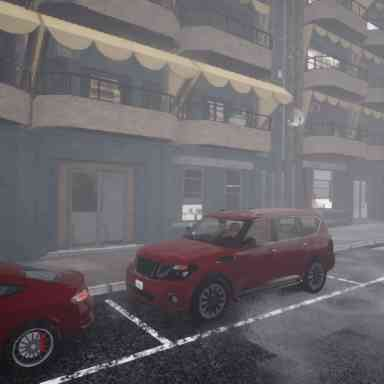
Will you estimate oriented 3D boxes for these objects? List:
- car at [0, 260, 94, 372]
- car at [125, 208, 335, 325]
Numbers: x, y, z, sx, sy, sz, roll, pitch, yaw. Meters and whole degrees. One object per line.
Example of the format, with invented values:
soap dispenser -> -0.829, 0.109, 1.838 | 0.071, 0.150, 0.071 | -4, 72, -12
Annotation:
car -> -3.384, 1.582, 4.131 | 4.206, 1.307, 1.802 | 0, 1, -35
car -> 1.114, 1.318, 7.335 | 5.009, 1.841, 2.192 | 0, 1, -35
